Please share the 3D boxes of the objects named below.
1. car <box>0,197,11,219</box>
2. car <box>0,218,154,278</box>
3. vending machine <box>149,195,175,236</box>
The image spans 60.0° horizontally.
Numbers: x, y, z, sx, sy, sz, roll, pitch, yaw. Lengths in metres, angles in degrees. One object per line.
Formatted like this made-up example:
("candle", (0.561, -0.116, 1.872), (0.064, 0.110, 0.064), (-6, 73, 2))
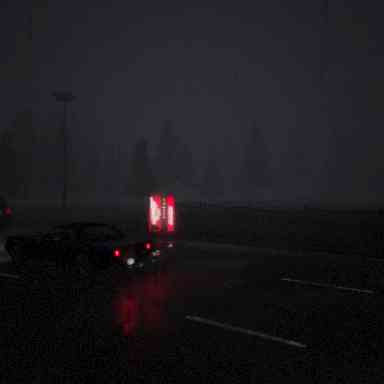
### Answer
("car", (-12.753, 1.223, 18.646), (5.566, 2.045, 2.150), (0, 0, 23))
("car", (-3.568, 1.601, 10.161), (4.718, 1.301, 1.895), (0, 0, 30))
("vending machine", (-1.595, 1.195, 17.765), (0.880, 2.100, 1.100), (0, 0, 29))
